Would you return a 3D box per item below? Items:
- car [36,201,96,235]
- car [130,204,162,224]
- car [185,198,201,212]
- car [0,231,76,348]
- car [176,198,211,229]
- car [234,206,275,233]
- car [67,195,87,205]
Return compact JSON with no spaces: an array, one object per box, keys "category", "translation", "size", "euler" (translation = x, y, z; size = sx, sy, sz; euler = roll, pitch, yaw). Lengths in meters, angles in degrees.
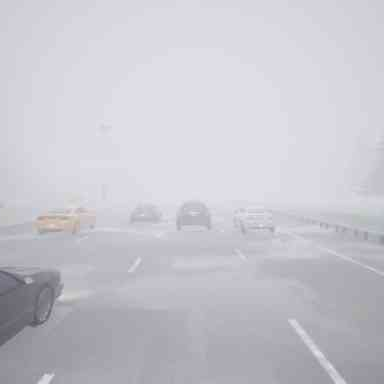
[{"category":"car","translation":[-6.892,1.481,18.753],"size":[1.882,1.535,5.008],"euler":[0,0,0]},{"category":"car","translation":[-3.391,1.569,25.049],"size":[1.994,1.385,4.181],"euler":[0,0,0]},{"category":"car","translation":[0.115,1.512,40.654],"size":[1.837,1.490,4.892],"euler":[0,0,0]},{"category":"car","translation":[-3.397,1.548,4.003],"size":[2.033,1.411,5.357],"euler":[0,0,0]},{"category":"car","translation":[0.107,1.356,21.697],"size":[2.097,1.767,4.553],"euler":[0,0,0]},{"category":"car","translation":[3.606,1.529,19.693],"size":[1.812,1.442,4.674],"euler":[0,0,0]},{"category":"car","translation":[-20.997,1.365,60.889],"size":[2.097,1.767,4.553],"euler":[0,0,0]}]
